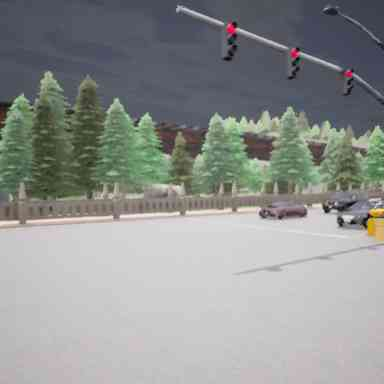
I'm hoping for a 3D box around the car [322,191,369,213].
[{"bbox_3d":[14.810,0.977,31.755,5.566,2.045,2.150,-1,0,-35],"label":"car"}]

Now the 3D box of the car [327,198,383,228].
[{"bbox_3d":[10.704,1.328,20.186,4.902,1.511,2.128,-1,0,-37],"label":"car"}]

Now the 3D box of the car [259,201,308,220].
[{"bbox_3d":[7.266,1.394,26.372,4.181,1.385,1.994,-1,0,-36],"label":"car"}]
